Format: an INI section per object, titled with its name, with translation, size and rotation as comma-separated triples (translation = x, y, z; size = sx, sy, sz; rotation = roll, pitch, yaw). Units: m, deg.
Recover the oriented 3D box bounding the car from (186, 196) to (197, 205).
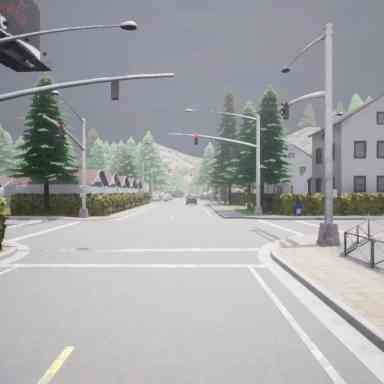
[car]
translation = -0.086, 1.505, 59.225
size = 1.837, 1.490, 4.892
rotation = 0, 0, 0
